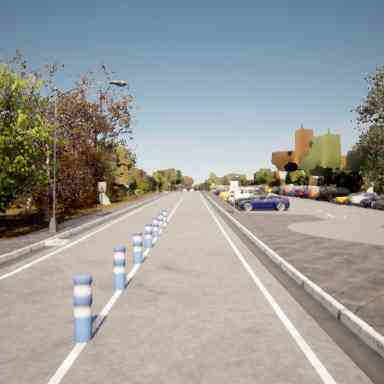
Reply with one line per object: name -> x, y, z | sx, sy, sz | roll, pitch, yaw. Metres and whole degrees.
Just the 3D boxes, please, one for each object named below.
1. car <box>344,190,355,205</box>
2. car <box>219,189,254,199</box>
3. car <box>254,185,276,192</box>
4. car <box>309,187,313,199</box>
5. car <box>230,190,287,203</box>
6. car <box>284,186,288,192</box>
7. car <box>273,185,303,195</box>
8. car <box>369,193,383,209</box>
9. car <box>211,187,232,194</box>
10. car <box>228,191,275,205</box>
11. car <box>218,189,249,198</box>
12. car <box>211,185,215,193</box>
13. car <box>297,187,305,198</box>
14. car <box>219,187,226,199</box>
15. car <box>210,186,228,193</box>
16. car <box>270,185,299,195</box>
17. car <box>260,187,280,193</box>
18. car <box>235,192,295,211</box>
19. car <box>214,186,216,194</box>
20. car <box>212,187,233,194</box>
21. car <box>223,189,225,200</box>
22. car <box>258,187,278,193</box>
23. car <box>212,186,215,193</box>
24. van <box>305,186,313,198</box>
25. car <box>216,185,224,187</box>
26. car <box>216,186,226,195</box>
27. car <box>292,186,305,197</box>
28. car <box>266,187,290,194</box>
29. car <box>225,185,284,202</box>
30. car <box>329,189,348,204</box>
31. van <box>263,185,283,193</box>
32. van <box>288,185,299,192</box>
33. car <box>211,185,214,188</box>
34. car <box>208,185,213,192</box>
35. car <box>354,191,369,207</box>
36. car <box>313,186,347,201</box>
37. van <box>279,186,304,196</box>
car -> 19.924, 0.831, 36.943 | 4.674, 1.452, 2.002 | 0, 2, 0
car -> 7.174, 0.262, 53.709 | 5.366, 1.575, 1.946 | 0, 2, 0
car -> 20.366, -0.929, 92.433 | 5.566, 2.045, 2.435 | 0, 1, 0
car -> 19.992, 0.463, 48.016 | 4.792, 1.488, 2.163 | 0, 2, 0
car -> 6.830, 0.885, 34.290 | 5.008, 1.535, 2.097 | 0, 2, 0
car -> 20.142, 0.045, 61.851 | 5.008, 1.535, 2.097 | 0, 1, 0
car -> 20.179, -0.402, 70.152 | 5.566, 2.045, 2.435 | 0, 1, 0
car -> 19.913, 0.840, 31.525 | 4.553, 1.767, 2.185 | 0, 2, 0
car -> 7.216, -0.410, 81.455 | 4.892, 1.521, 2.231 | 0, 1, 0
car -> 7.057, 0.702, 39.838 | 5.366, 1.575, 1.946 | 0, 2, 0
car -> 7.006, 0.189, 56.477 | 4.892, 1.521, 2.231 | 0, 2, 0
car -> 7.099, -0.119, 70.355 | 4.792, 1.488, 2.163 | 0, 1, 0
car -> 20.097, 0.288, 53.678 | 4.792, 1.488, 2.163 | 0, 2, 1
car -> 6.733, 0.523, 45.390 | 5.366, 1.575, 1.946 | 0, 2, 0
car -> 7.261, -0.733, 89.778 | 4.553, 1.767, 2.185 | 0, 1, 0
car -> 20.202, -0.468, 72.922 | 5.566, 2.045, 2.435 | 0, 1, 0
car -> 20.345, -0.504, 86.775 | 4.674, 1.452, 2.002 | 0, 1, 0
car -> 6.772, 1.004, 31.517 | 4.792, 1.488, 2.163 | 0, 2, 0
car -> 7.088, 0.078, 62.028 | 4.792, 1.488, 2.163 | 0, 1, 0
car -> 7.205, -0.344, 78.680 | 4.892, 1.521, 2.231 | 0, 1, 0
car -> 6.901, 0.617, 42.614 | 4.892, 1.521, 2.231 | 0, 2, 0
car -> 20.365, -0.609, 89.545 | 5.008, 1.535, 2.097 | 0, 1, 0
car -> 7.076, -0.053, 67.579 | 4.792, 1.488, 2.163 | 0, 1, 0
van -> 20.162, 0.116, 50.899 | 4.442, 1.987, 1.878 | 0, 2, 0
car -> 7.066, -0.009, 59.252 | 4.553, 1.767, 2.185 | 0, 1, 0
car -> 6.780, 0.342, 51.060 | 5.366, 1.575, 1.946 | 0, 2, 0
car -> 20.119, 0.214, 56.316 | 4.792, 1.488, 2.163 | 0, 1, 0
car -> 20.272, -0.348, 78.467 | 5.008, 1.535, 2.097 | 0, 1, 0
car -> 6.876, 0.544, 37.056 | 5.566, 2.045, 2.435 | 0, 2, 0
car -> 19.765, 0.698, 39.712 | 5.366, 1.575, 1.946 | 0, 2, 0
van -> 20.441, -0.707, 84.125 | 4.442, 1.987, 1.878 | 0, 1, 0
van -> 20.005, -0.112, 59.061 | 4.442, 1.987, 1.878 | 0, 1, 0
car -> 7.123, -0.185, 73.130 | 4.792, 1.488, 2.163 | 0, 1, 0
car -> 6.990, -0.283, 75.906 | 5.366, 1.575, 1.946 | 0, 1, 0
car -> 19.875, 0.910, 34.174 | 4.792, 1.488, 2.163 | 0, 2, 0
car -> 20.026, 0.271, 45.239 | 5.566, 2.045, 2.435 | 0, 2, 0
van -> 20.067, -0.312, 67.385 | 4.442, 1.987, 1.878 | 0, 1, 0
